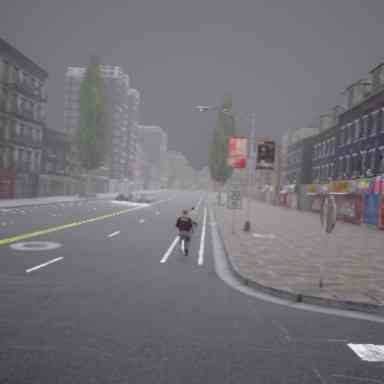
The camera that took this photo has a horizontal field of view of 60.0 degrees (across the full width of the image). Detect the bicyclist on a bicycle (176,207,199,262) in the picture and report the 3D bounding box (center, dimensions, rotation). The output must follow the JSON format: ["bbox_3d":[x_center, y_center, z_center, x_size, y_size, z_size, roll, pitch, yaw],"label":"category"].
[{"bbox_3d":[-0.255,1.490,11.736,0.659,1.776,1.843,3,0,3],"label":"bicyclist on a bicycle"}]

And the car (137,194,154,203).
[{"bbox_3d":[-7.134,0.944,51.530,1.895,1.301,4.718,3,1,3],"label":"car"}]

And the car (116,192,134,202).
[{"bbox_3d":[-10.372,0.718,51.711,1.994,1.385,4.181,3,1,3],"label":"car"}]

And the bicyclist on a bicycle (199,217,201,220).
[{"bbox_3d":[0.012,1.557,17.061,0.866,1.612,1.509,3,0,2],"label":"bicyclist on a bicycle"}]
